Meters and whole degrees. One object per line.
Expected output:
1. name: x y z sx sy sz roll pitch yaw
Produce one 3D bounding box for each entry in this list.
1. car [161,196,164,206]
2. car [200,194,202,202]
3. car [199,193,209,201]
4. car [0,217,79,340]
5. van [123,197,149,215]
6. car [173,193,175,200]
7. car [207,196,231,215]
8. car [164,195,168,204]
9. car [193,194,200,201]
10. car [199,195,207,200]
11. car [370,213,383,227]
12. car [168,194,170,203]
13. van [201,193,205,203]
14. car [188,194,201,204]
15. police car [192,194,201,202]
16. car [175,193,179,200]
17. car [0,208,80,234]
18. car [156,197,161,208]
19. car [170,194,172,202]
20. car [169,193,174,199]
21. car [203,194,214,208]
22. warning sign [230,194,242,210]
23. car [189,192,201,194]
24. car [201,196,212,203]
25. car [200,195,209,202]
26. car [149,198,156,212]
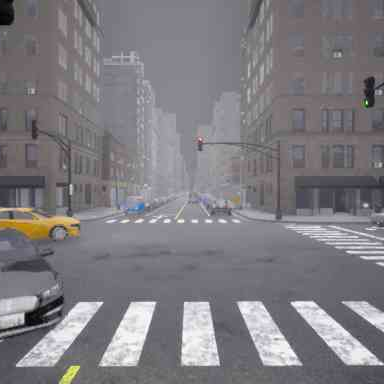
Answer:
1. car: -5.655 1.586 50.357 1.802 1.307 4.206 0 0 0
2. car: 2.918 1.528 61.835 1.752 1.417 4.829 0 0 0
3. car: 3.010 1.310 84.342 2.192 1.841 5.009 0 0 0
4. car: -3.974 1.493 6.468 2.128 1.511 4.902 1 -1 -38
5. van: -5.725 1.343 33.352 1.690 1.788 3.998 0 0 0
6. car: -5.539 1.523 78.528 1.752 1.417 4.829 0 0 0
7. car: 2.801 1.442 33.319 1.967 1.590 4.097 0 0 0
8. car: -5.632 1.569 56.025 1.947 1.339 4.313 0 0 0
9. car: 1.151 1.449 89.512 1.801 1.575 5.366 0 0 0
10. car: 3.033 1.558 90.012 1.947 1.339 4.313 0 0 0
11. car: 13.747 1.615 20.656 4.718 1.301 1.895 0 0 0
12. car: -5.609 1.528 61.523 1.752 1.417 4.829 0 0 0
13. van: 2.893 1.344 55.996 1.690 1.788 3.998 0 0 0
14. car: 0.255 1.566 62.890 1.994 1.385 4.181 0 0 0
15. police car: 1.119 1.422 79.417 1.930 1.638 5.238 0 0 -1
16. car: -5.492 1.308 90.035 2.192 1.841 5.009 0 0 0
17. car: -7.751 1.468 15.203 5.008 1.535 1.882 0 0 -18
18. car: -5.678 1.569 44.689 1.947 1.339 4.313 0 0 0
19. car: -5.585 1.567 67.362 1.947 1.339 4.313 0 0 0
20. car: -5.562 1.544 73.029 1.887 1.381 4.507 0 0 0
21. car: 2.847 1.443 44.657 1.967 1.590 4.097 0 0 0
22. warning sign: 5.226 1.118 39.304 1.300 1.860 1.060 0 0 0
23. car: 0.296 1.039 72.923 2.150 2.045 5.566 0 0 0
24. car: 2.940 1.552 67.335 2.008 1.369 4.403 0 0 0
25. car: 2.987 1.437 78.673 1.967 1.590 4.097 0 0 0
26. car: -5.702 1.443 39.020 1.967 1.590 4.097 0 0 0
